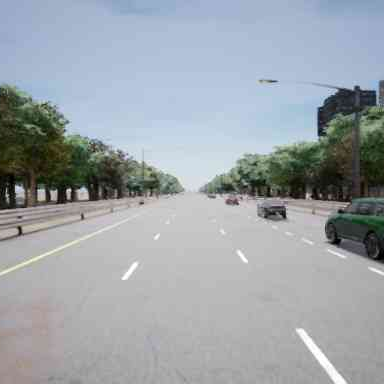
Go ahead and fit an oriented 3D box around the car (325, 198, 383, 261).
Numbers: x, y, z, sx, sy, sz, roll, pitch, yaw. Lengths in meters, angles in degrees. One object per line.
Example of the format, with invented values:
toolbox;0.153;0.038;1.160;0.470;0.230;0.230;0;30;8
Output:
car;6.998;1.221;12.450;2.150;2.045;5.566;0;0;0

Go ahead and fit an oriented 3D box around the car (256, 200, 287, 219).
car;6.993;1.505;29.545;1.837;1.490;4.892;0;0;0

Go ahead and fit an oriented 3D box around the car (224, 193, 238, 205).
car;7.021;1.376;59.847;2.097;1.767;4.553;0;0;0
